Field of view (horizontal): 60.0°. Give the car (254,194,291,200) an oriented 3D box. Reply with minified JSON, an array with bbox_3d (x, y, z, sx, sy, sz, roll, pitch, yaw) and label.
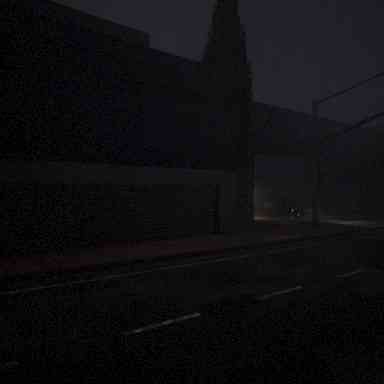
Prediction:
[{"bbox_3d":[8.713,1.221,34.182,2.150,2.045,5.566,0,0,-36],"label":"car"}]

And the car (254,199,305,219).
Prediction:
[{"bbox_3d":[7.651,1.601,29.751,1.895,1.301,4.718,0,0,-37],"label":"car"}]

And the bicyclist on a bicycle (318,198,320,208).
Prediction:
[{"bbox_3d":[16.238,1.303,43.289,1.656,1.620,0.582,0,0,-37],"label":"bicyclist on a bicycle"}]
